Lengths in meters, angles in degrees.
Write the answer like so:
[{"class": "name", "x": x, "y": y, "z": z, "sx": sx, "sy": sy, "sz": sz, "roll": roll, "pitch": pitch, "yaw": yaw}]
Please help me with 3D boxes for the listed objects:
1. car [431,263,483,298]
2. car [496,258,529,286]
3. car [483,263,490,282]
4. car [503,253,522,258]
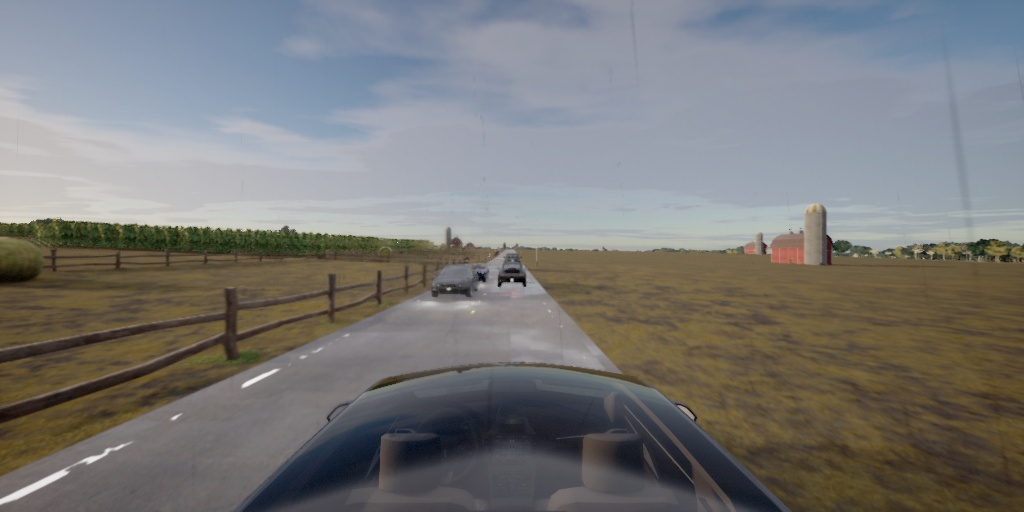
[{"class": "car", "x": -2.767, "y": 1.214, "z": 18.181, "sx": 1.837, "sy": 1.490, "sz": 4.892, "roll": 0, "pitch": 0, "yaw": 0}, {"class": "car", "x": 0.024, "y": 1.160, "z": 24.117, "sx": 1.837, "sy": 1.490, "sz": 4.892, "roll": 0, "pitch": 1, "yaw": 1}, {"class": "car", "x": -2.751, "y": 1.218, "z": 27.125, "sx": 1.895, "sy": 1.301, "sz": 4.718, "roll": 0, "pitch": 1, "yaw": 0}, {"class": "car", "x": 0.088, "y": 0.605, "z": 44.382, "sx": 2.150, "sy": 2.045, "sz": 5.566, "roll": 0, "pitch": 1, "yaw": 0}]
